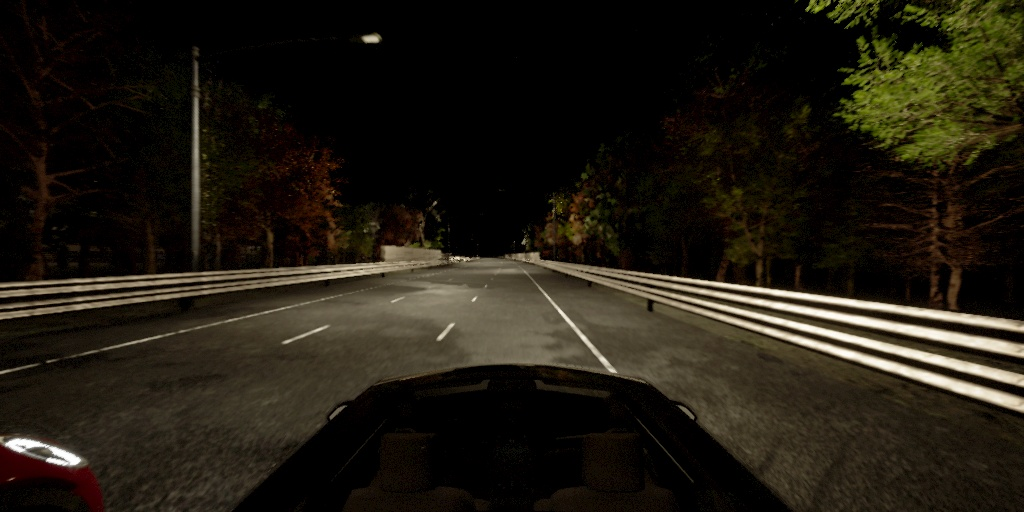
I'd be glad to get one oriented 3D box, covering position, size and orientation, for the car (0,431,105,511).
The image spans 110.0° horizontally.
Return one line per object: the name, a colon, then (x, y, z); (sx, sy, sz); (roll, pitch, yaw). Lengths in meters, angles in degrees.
car: (-3.399, 1.101, 0.134); (2.097, 1.767, 4.553); (0, 0, 0)
